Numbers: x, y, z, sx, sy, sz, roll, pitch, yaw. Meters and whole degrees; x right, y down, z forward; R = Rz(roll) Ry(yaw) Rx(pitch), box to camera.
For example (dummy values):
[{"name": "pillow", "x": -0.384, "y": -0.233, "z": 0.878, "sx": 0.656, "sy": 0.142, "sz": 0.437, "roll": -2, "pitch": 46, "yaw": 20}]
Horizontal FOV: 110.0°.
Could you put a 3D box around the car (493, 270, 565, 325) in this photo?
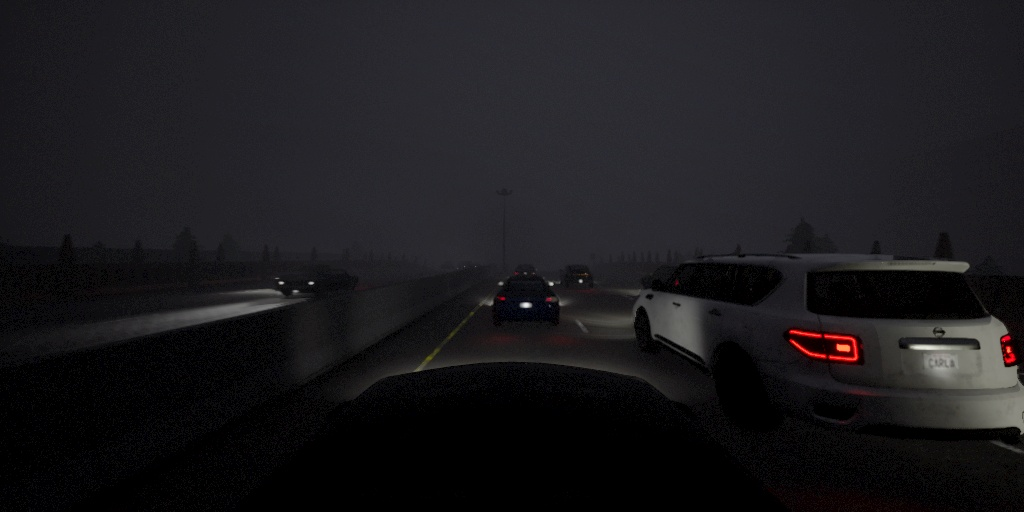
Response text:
[{"name": "car", "x": 0.454, "y": 1.342, "z": 11.945, "sx": 1.994, "sy": 1.385, "sz": 4.181, "roll": 0, "pitch": 0, "yaw": 2}]

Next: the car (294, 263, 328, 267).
[{"name": "car", "x": -13.336, "y": 1.244, "z": 23.592, "sx": 1.837, "sy": 1.490, "sz": 4.892, "roll": 0, "pitch": 0, "yaw": 2}]

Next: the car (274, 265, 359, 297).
[{"name": "car", "x": -10.014, "y": 1.345, "z": 18.924, "sx": 1.895, "sy": 1.301, "sz": 4.718, "roll": 0, "pitch": 0, "yaw": 2}]

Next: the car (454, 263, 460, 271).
[{"name": "car", "x": -8.231, "y": 1.867, "z": 63.380, "sx": 2.150, "sy": 2.045, "sz": 5.566, "roll": 0, "pitch": -5, "yaw": 2}]

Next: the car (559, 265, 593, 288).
[{"name": "car", "x": 4.424, "y": 1.335, "z": 24.988, "sx": 1.837, "sy": 1.490, "sz": 4.892, "roll": 0, "pitch": 0, "yaw": 2}]

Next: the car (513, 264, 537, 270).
[{"name": "car", "x": 1.100, "y": 1.373, "z": 29.765, "sx": 2.033, "sy": 1.411, "sz": 5.357, "roll": 0, "pitch": 0, "yaw": 2}]

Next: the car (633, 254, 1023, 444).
[{"name": "car", "x": 3.737, "y": 1.000, "z": 5.748, "sx": 2.150, "sy": 2.045, "sz": 5.566, "roll": 0, "pitch": 0, "yaw": 2}]

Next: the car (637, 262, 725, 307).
[{"name": "car", "x": 7.625, "y": 1.177, "z": 16.799, "sx": 2.097, "sy": 1.767, "sz": 4.553, "roll": 0, "pitch": 0, "yaw": 2}]

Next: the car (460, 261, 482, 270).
[{"name": "car", "x": -5.317, "y": 1.469, "z": 48.462, "sx": 1.895, "sy": 1.301, "sz": 4.718, "roll": 0, "pitch": -1, "yaw": 3}]
